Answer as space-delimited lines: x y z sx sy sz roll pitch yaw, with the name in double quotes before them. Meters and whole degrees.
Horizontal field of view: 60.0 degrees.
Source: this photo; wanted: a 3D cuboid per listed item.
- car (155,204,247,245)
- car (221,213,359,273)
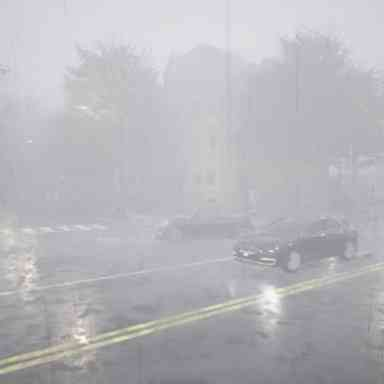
"car" 0.589 1.348 15.316 4.553 1.767 2.097 0 0 -8
"car" 3.494 1.501 10.786 4.892 1.490 1.837 0 0 -36
